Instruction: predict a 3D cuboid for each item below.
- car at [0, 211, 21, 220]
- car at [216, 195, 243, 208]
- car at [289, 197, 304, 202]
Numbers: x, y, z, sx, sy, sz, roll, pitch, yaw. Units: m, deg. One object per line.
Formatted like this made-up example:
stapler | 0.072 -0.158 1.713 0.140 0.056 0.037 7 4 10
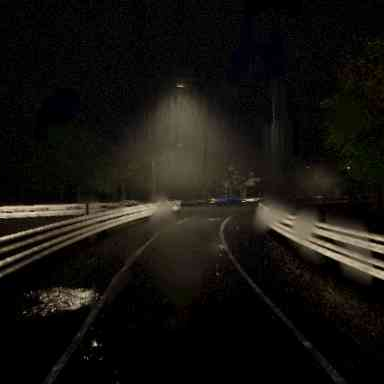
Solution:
car | -18.010 1.876 30.149 1.812 1.442 4.674 -2 -1 43
car | 6.379 1.515 56.672 2.150 2.045 5.566 -2 -1 43
car | 23.737 1.846 75.528 1.882 1.535 5.008 -2 -1 43
